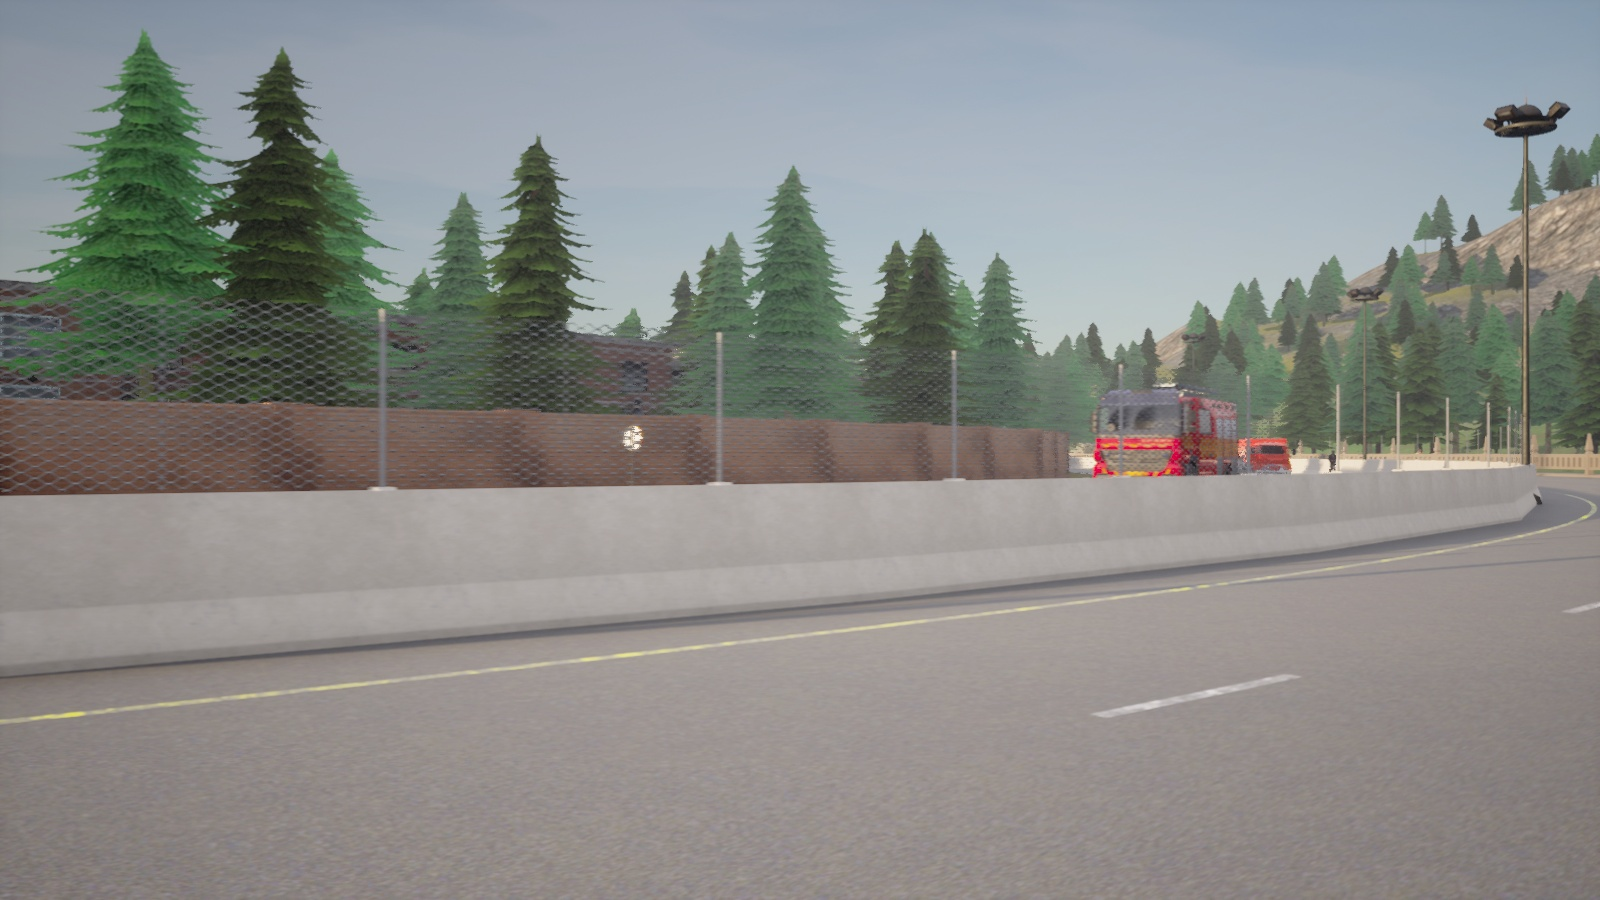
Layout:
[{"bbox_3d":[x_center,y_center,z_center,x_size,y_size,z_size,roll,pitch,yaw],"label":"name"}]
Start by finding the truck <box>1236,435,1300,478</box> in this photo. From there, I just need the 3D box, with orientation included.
[{"bbox_3d":[28.197,0.401,75.859,2.627,2.467,5.204,0,0,9],"label":"truck"}]

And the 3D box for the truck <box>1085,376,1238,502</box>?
[{"bbox_3d":[12.406,-0.332,42.477,2.891,3.827,8.468,0,0,31],"label":"truck"}]
